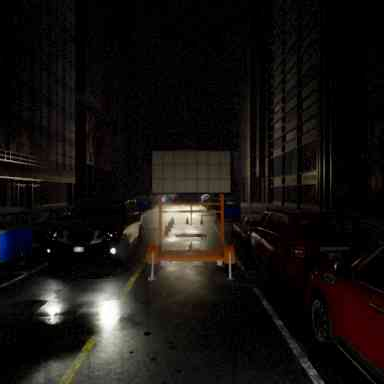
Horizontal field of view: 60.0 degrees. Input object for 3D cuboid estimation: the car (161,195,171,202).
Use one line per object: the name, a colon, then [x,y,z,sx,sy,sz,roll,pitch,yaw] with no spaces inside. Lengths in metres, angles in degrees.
car: [-5.909,1.456,76.043,1.967,1.590,4.097,0,0,0]

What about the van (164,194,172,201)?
van: [-5.920,1.359,81.653,1.690,1.788,3.998,0,0,0]

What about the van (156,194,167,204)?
van: [-5.888,1.353,64.824,1.690,1.788,3.998,0,0,0]

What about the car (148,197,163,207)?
car: [-5.866,1.559,53.605,2.008,1.369,4.403,0,0,0]

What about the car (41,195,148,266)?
car: [-3.124,1.222,11.913,2.150,2.045,5.566,0,0,0]

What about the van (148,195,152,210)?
van: [-5.833,1.345,36.777,1.690,1.788,3.998,0,0,0]

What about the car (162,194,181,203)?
car: [-3.102,1.187,52.819,2.128,1.511,4.902,0,0,0]

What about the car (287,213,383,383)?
car: [2.757,1.315,3.148,2.192,1.841,5.009,0,0,0]

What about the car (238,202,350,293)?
car: [2.746,1.315,8.758,2.192,1.841,5.009,0,0,0]

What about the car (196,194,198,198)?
car: [2.616,1.582,76.068,1.947,1.339,4.313,0,0,0]

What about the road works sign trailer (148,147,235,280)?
road works sign trailer: [-0.019,0.465,9.923,2.380,3.560,2.880,0,0,0]

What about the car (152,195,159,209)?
car: [-5.844,1.320,42.386,2.192,1.841,5.009,0,0,0]

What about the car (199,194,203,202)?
car: [2.659,1.448,53.631,1.967,1.590,4.097,0,0,0]

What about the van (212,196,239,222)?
van: [2.714,1.343,25.585,1.690,1.788,3.998,0,0,0]

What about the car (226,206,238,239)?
car: [2.735,1.526,14.537,1.752,1.417,4.829,0,0,0]

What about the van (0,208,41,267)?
van: [-5.779,1.341,8.729,1.690,1.788,3.998,0,0,0]

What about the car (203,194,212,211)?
car: [2.692,1.319,36.803,2.192,1.841,5.009,0,0,0]

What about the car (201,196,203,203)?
car: [2.670,1.551,48.022,1.887,1.381,4.507,0,0,0]

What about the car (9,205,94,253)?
car: [-5.790,1.441,14.339,1.967,1.590,4.097,0,0,0]

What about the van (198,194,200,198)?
van: [2.637,1.353,64.849,1.690,1.788,3.998,0,0,0]

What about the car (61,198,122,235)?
car: [-5.801,1.316,19.948,2.192,1.841,5.009,0,0,0]

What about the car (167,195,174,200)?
car: [-5.942,1.552,92.701,1.752,1.417,4.829,0,0,0]
